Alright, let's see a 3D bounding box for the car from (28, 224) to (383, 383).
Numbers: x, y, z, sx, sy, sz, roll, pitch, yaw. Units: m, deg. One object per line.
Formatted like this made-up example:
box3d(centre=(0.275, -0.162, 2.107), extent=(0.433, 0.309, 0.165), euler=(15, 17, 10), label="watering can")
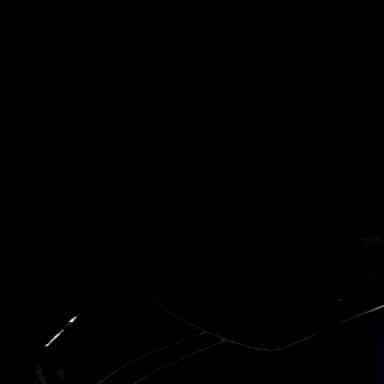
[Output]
box3d(centre=(0.805, 1.297, 3.452), extent=(4.553, 1.767, 2.097), euler=(0, 1, -34), label="car")
